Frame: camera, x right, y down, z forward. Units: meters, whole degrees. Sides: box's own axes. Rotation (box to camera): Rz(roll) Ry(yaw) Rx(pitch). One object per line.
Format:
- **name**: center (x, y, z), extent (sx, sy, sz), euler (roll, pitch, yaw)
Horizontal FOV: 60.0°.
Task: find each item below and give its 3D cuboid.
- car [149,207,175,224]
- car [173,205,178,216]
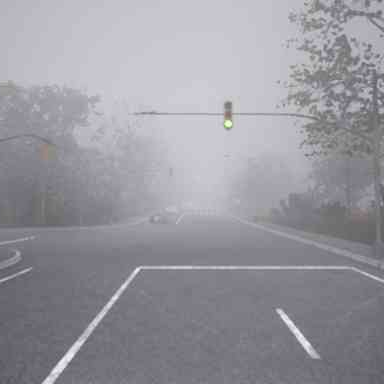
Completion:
- **car**: center (-3.657, 2.850, 38.382), extent (2.128, 1.511, 4.902), euler (0, -2, 4)
- **car**: center (-3.416, 3.236, 55.095), extent (1.812, 1.442, 4.674), euler (0, -1, 0)
